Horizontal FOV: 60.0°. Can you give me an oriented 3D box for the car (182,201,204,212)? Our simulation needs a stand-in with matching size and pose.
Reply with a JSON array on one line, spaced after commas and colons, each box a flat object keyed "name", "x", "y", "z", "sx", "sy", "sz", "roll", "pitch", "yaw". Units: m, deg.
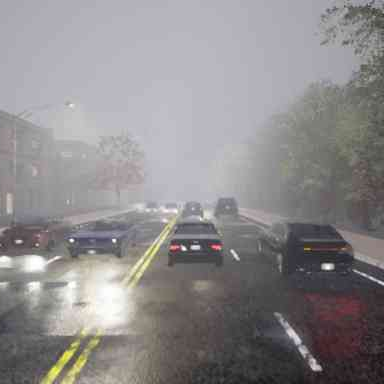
[{"name": "car", "x": 0.095, "y": 1.709, "z": 33.976, "sx": 2.097, "sy": 1.767, "sz": 4.553, "roll": 0, "pitch": -1, "yaw": 0}]

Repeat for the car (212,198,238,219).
[{"name": "car", "x": 3.344, "y": 1.576, "z": 33.805, "sx": 2.150, "sy": 2.045, "sz": 5.566, "roll": 0, "pitch": -1, "yaw": 0}]

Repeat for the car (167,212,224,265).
[{"name": "car", "x": 0.099, "y": 1.675, "z": 12.109, "sx": 2.033, "sy": 1.411, "sz": 5.357, "roll": 0, "pitch": -1, "yaw": 0}]

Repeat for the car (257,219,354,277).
[{"name": "car", "x": 3.347, "y": 1.617, "z": 10.618, "sx": 1.837, "sy": 1.490, "sz": 4.892, "roll": 0, "pitch": -1, "yaw": 0}]

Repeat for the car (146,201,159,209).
[{"name": "car", "x": -6.694, "y": 2.158, "z": 56.535, "sx": 1.994, "sy": 1.385, "sz": 4.181, "roll": 0, "pitch": -1, "yaw": 0}]

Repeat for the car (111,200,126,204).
[{"name": "car", "x": -20.706, "y": 2.801, "z": 93.186, "sx": 4.313, "sy": 1.339, "sz": 1.947, "roll": -1, "pitch": 1, "yaw": -1}]

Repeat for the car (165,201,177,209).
[{"name": "car", "x": -3.426, "y": 2.179, "z": 55.069, "sx": 1.895, "sy": 1.301, "sz": 4.718, "roll": 0, "pitch": -1, "yaw": 0}]

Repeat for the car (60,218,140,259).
[{"name": "car", "x": -3.355, "y": 1.743, "z": 13.393, "sx": 1.895, "sy": 1.301, "sz": 4.718, "roll": 0, "pitch": -1, "yaw": 0}]

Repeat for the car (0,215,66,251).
[{"name": "car", "x": -6.602, "y": 1.719, "z": 14.658, "sx": 1.994, "sy": 1.385, "sz": 4.181, "roll": 0, "pitch": -1, "yaw": 0}]
